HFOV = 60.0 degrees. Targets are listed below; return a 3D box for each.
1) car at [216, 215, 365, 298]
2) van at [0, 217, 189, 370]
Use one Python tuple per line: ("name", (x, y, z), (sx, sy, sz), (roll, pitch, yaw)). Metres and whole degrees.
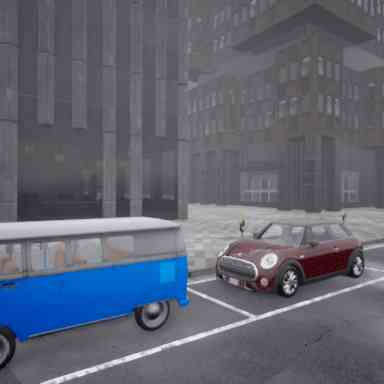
("car", (2.539, 1.436, 8.450), (4.097, 1.590, 1.967), (0, 0, -35))
("van", (-1.962, 1.340, 5.247), (3.998, 1.788, 1.690), (0, 0, -35))
